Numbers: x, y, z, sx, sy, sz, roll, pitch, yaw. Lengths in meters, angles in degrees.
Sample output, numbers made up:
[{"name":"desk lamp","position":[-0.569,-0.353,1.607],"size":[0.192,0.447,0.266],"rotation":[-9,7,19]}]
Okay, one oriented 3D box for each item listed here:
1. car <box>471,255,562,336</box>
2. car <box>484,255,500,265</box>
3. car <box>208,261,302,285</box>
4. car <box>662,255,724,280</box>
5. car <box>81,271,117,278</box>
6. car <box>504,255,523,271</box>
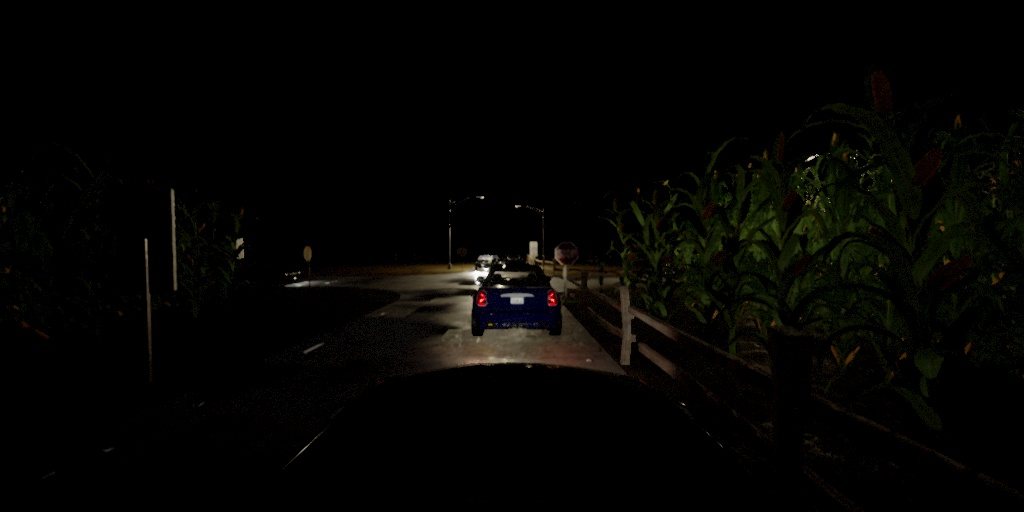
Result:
[{"name":"car","position":[0.060,0.972,10.050],"size":[2.097,1.767,4.553],"rotation":[0,1,-2]},{"name":"car","position":[-2.732,0.569,50.324],"size":[1.895,1.301,4.718],"rotation":[0,1,0]},{"name":"car","position":[-16.346,1.014,22.586],"size":[5.357,1.411,2.033],"rotation":[0,2,-1]},{"name":"car","position":[12.543,0.703,25.392],"size":[4.553,1.767,2.097],"rotation":[0,2,-2]},{"name":"car","position":[-27.211,1.000,22.578],"size":[4.892,1.490,1.837],"rotation":[0,2,0]},{"name":"car","position":[0.177,0.674,38.021],"size":[1.837,1.490,4.892],"rotation":[0,1,0]}]
